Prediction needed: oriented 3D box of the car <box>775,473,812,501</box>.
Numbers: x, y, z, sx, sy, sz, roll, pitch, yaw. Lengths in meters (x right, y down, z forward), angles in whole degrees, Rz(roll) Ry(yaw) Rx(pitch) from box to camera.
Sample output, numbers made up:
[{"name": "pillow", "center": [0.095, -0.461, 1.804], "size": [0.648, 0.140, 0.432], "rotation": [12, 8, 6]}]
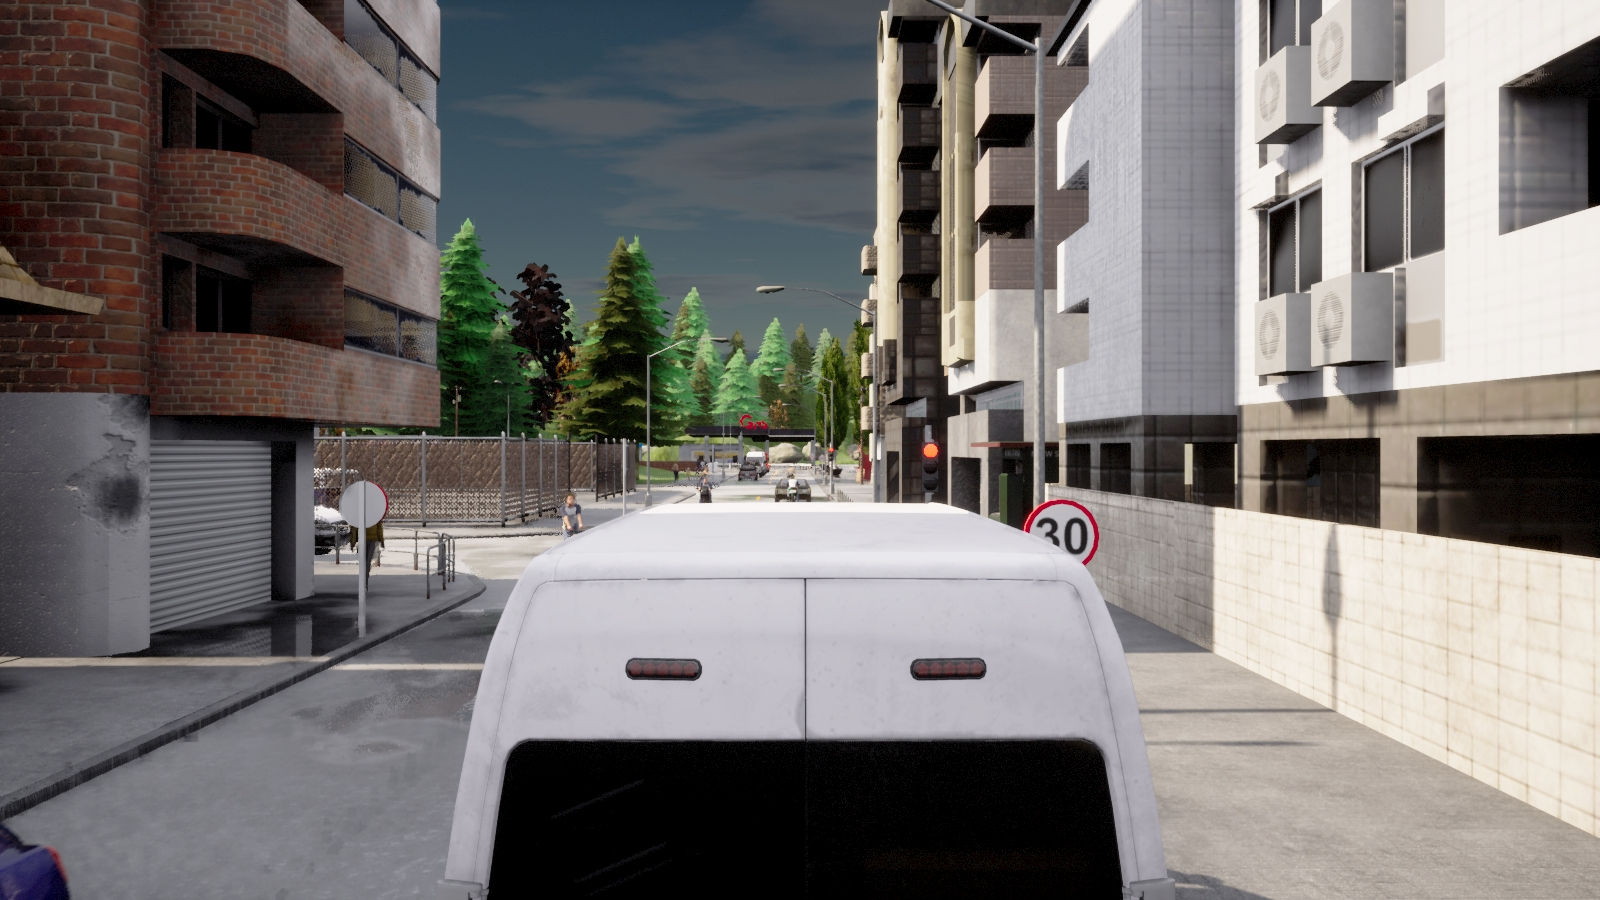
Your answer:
[{"name": "car", "center": [-0.339, 1.912, 60.159], "size": [1.895, 1.301, 4.718], "rotation": [0, 0, 0]}]

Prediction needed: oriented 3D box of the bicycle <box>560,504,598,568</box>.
[{"name": "bicycle", "center": [-5.039, 1.926, 25.955], "size": [0.373, 1.296, 1.643], "rotation": [-5, 3, -25]}]

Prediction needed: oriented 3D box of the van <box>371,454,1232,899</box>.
[{"name": "van", "center": [-0.009, 1.312, 5.597], "size": [1.988, 2.561, 5.915], "rotation": [0, 0, 0]}]

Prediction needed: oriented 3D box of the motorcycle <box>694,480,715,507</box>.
[{"name": "motorcycle", "center": [-4.334, 1.973, 52.180], "size": [0.803, 1.145, 2.033], "rotation": [0, 0, 0]}]

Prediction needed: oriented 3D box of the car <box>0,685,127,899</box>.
[{"name": "car", "center": [-3.972, 1.817, 3.370], "size": [1.845, 1.501, 3.633], "rotation": [0, 0, 0]}]

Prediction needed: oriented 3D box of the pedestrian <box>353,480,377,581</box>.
[{"name": "pedestrian", "center": [-8.196, 1.507, 21.545], "size": [0.375, 1.860, 0.375], "rotation": [0, 0, -14]}]
